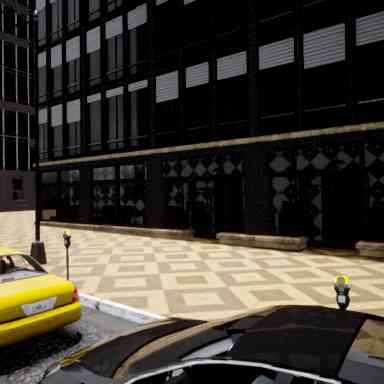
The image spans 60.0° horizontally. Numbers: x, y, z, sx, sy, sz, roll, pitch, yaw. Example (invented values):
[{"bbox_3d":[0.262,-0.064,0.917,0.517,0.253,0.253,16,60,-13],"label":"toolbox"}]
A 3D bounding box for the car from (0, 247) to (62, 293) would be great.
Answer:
[{"bbox_3d":[-3.957,1.527,5.877,4.829,1.417,1.752,0,-1,35],"label":"car"}]

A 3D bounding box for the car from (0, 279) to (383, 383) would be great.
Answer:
[{"bbox_3d":[0.677,1.566,2.363,4.313,1.339,1.947,0,-1,35],"label":"car"}]
